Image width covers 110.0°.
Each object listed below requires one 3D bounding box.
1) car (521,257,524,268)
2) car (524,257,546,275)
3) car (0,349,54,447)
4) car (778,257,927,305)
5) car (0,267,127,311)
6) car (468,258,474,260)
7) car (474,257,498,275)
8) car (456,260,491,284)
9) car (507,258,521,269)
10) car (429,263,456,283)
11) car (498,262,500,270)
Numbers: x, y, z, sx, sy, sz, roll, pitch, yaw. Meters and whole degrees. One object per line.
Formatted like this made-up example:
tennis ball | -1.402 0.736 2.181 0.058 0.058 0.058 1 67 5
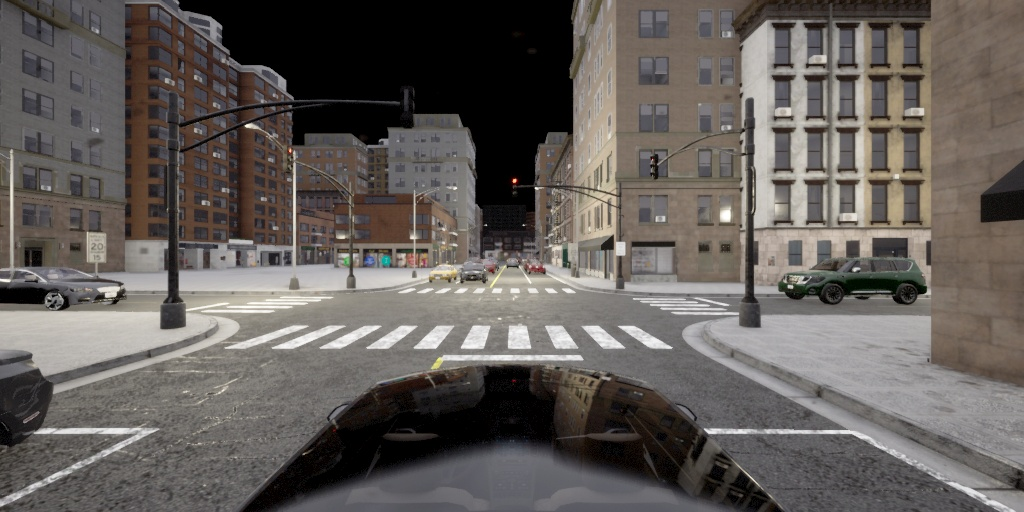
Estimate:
car | 2.659 1.066 45.480 2.192 1.841 5.009 0 0 0
car | 2.656 1.191 39.818 1.967 1.591 4.097 0 0 0
car | -5.388 1.300 1.653 2.007 1.370 4.403 0 0 0
car | 15.351 1.056 16.302 5.566 2.045 2.150 0 0 -2
car | -17.277 1.162 13.323 4.902 1.511 2.128 0 0 2
car | -5.366 1.302 45.485 2.007 1.370 4.403 0 0 0
car | -2.831 1.229 39.736 1.882 1.535 5.008 0 0 0
car | -2.815 1.255 27.230 1.837 1.490 4.892 0 0 -1
car | 0.121 1.317 58.549 1.994 1.385 4.181 0 0 1
car | -5.375 1.276 28.329 1.751 1.417 4.829 0 0 0
car | -2.802 1.258 53.100 1.837 1.490 4.892 0 0 0
